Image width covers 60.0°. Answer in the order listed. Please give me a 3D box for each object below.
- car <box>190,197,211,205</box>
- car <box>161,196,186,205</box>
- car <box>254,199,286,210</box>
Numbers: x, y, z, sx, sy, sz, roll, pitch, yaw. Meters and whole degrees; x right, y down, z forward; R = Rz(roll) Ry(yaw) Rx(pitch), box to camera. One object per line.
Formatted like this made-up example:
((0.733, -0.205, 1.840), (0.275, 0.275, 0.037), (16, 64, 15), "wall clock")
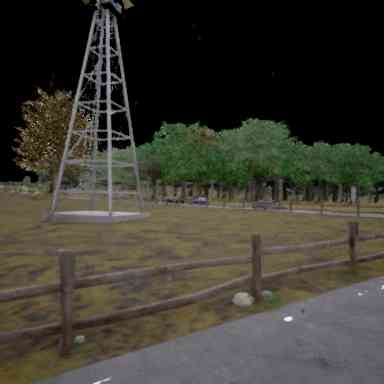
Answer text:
((1.456, 1.613, 58.765), (1.812, 1.442, 4.674), (2, -1, -35), "car")
((-3.093, 1.608, 60.305), (1.895, 1.301, 4.718), (2, -1, -35), "car")
((9.810, 1.584, 42.086), (1.994, 1.385, 4.181), (2, -1, -35), "car")
